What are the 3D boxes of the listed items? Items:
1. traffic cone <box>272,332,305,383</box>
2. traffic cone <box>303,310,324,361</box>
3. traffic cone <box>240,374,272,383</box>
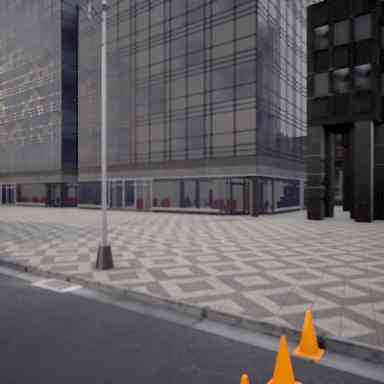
[{"bbox_3d":[1.054,1.956,3.830,0.340,0.580,0.340,0,0,35],"label":"traffic cone"},{"bbox_3d":[1.630,1.955,4.647,0.340,0.580,0.340,0,0,35],"label":"traffic cone"},{"bbox_3d":[0.477,1.956,3.013,0.340,0.580,0.340,0,0,35],"label":"traffic cone"}]
